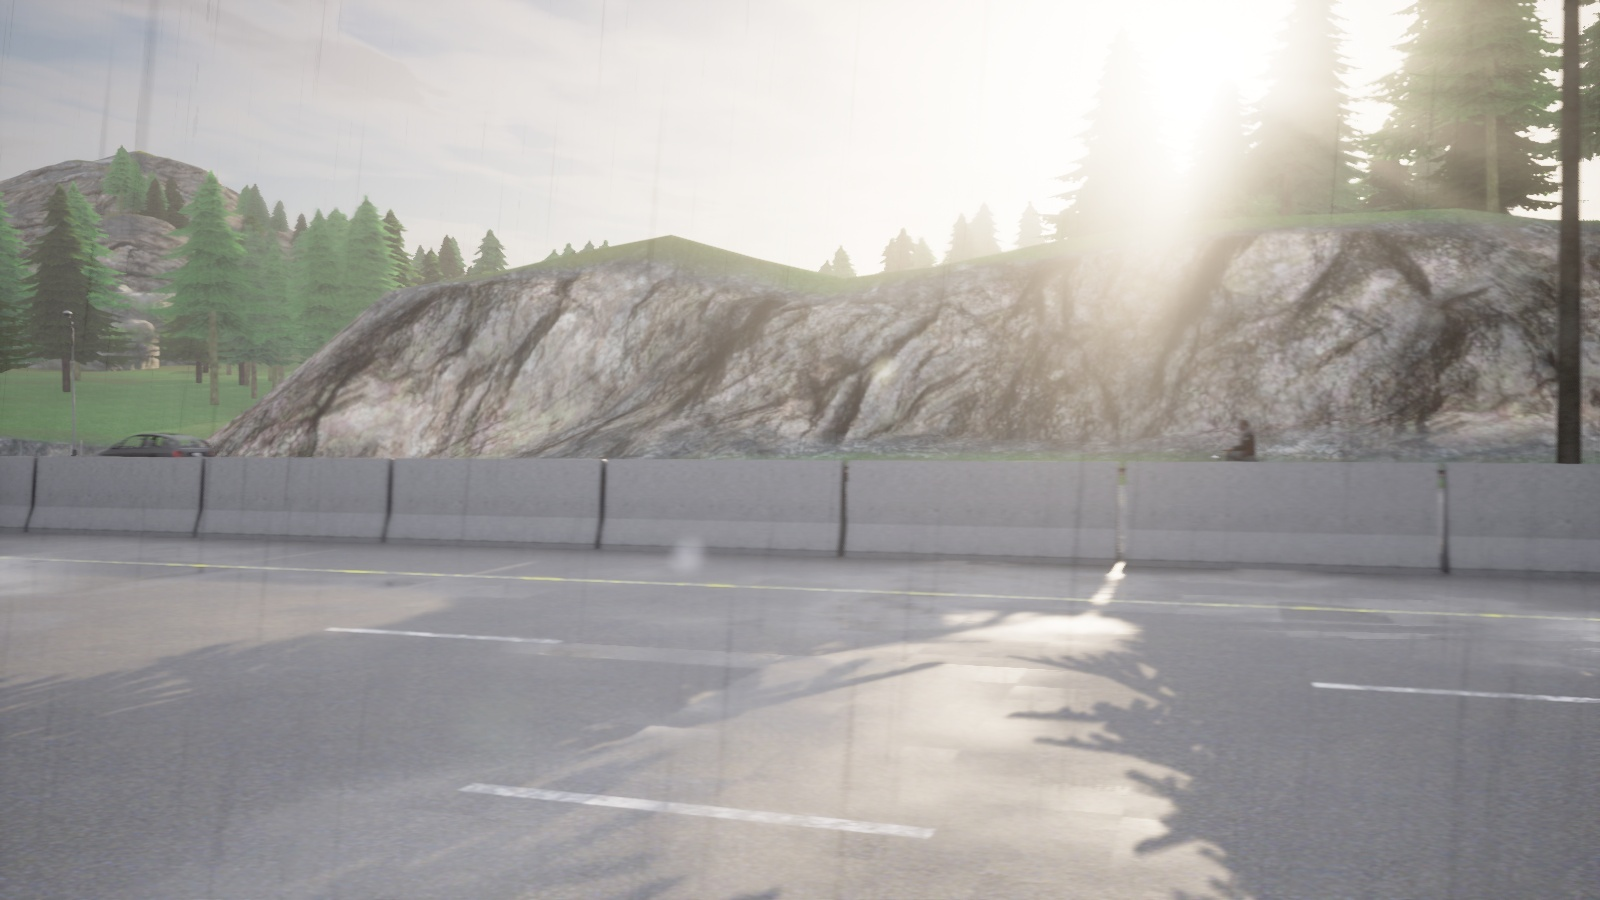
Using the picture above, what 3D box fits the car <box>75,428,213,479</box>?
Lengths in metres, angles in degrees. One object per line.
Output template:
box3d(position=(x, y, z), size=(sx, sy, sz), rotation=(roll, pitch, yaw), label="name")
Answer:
box3d(position=(-20.729, 0.091, 39.707), size=(3.705, 1.549, 1.789), rotation=(1, 1, 19), label="car")
